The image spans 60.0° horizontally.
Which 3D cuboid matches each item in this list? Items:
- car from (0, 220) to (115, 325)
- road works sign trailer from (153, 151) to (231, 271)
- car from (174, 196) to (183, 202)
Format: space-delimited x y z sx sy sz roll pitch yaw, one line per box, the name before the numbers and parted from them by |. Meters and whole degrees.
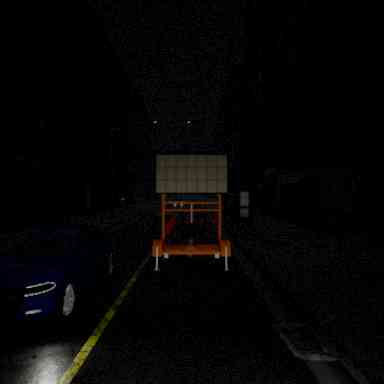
car | -3.107 1.479 7.497 1.882 1.535 5.008 0 0 0
road works sign trailer | -0.011 0.467 10.918 2.380 3.560 2.880 0 0 0
car | -3.077 1.557 75.399 1.812 1.442 4.674 0 0 0
